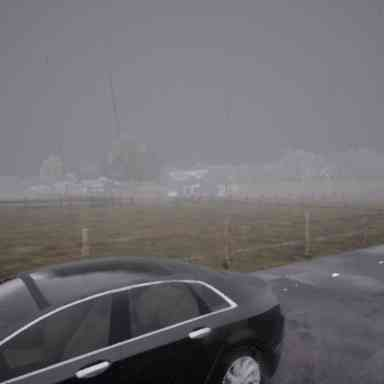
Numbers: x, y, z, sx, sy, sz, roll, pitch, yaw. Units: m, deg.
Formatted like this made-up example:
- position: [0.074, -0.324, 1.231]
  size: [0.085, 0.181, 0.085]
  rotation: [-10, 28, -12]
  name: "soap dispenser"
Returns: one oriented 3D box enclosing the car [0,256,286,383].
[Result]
- position: [-1.177, 1.497, 3.154]
  size: [4.892, 1.490, 1.837]
  rotation: [-1, 0, -35]
  name: "car"
